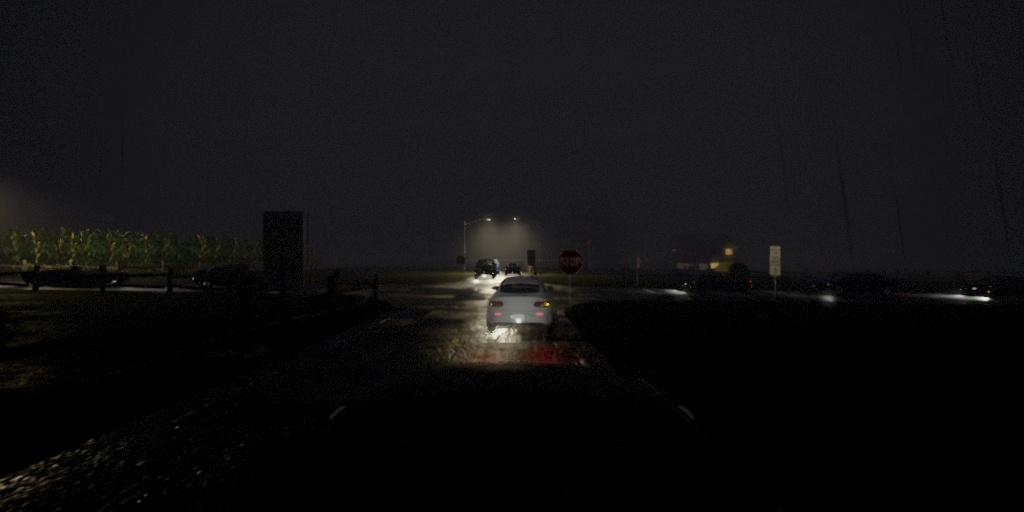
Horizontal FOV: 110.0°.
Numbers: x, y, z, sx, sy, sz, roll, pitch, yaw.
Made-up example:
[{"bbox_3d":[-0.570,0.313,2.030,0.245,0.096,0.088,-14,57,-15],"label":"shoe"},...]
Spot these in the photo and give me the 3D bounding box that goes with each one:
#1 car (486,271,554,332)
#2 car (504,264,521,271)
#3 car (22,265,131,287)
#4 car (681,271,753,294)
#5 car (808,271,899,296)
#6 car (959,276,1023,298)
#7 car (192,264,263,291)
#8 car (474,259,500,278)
[{"bbox_3d":[0.320,1.371,11.150,1.812,1.442,4.674,0,-1,4],"label":"car"},{"bbox_3d":[0.081,1.689,44.635,1.837,1.490,4.892,0,-1,0],"label":"car"},{"bbox_3d":[-26.318,1.219,21.804,4.718,1.301,1.895,1,0,1],"label":"car"},{"bbox_3d":[13.652,1.728,24.046,4.181,1.385,1.994,1,0,1],"label":"car"},{"bbox_3d":[22.643,1.772,23.894,5.008,1.535,1.882,1,0,1],"label":"car"},{"bbox_3d":[32.603,2.007,23.715,4.181,1.385,1.994,1,0,1],"label":"car"},{"bbox_3d":[-16.377,1.248,21.661,4.902,1.511,2.128,1,0,0],"label":"car"},{"bbox_3d":[-2.844,1.353,39.419,2.150,2.045,5.566,0,-1,0],"label":"car"}]
